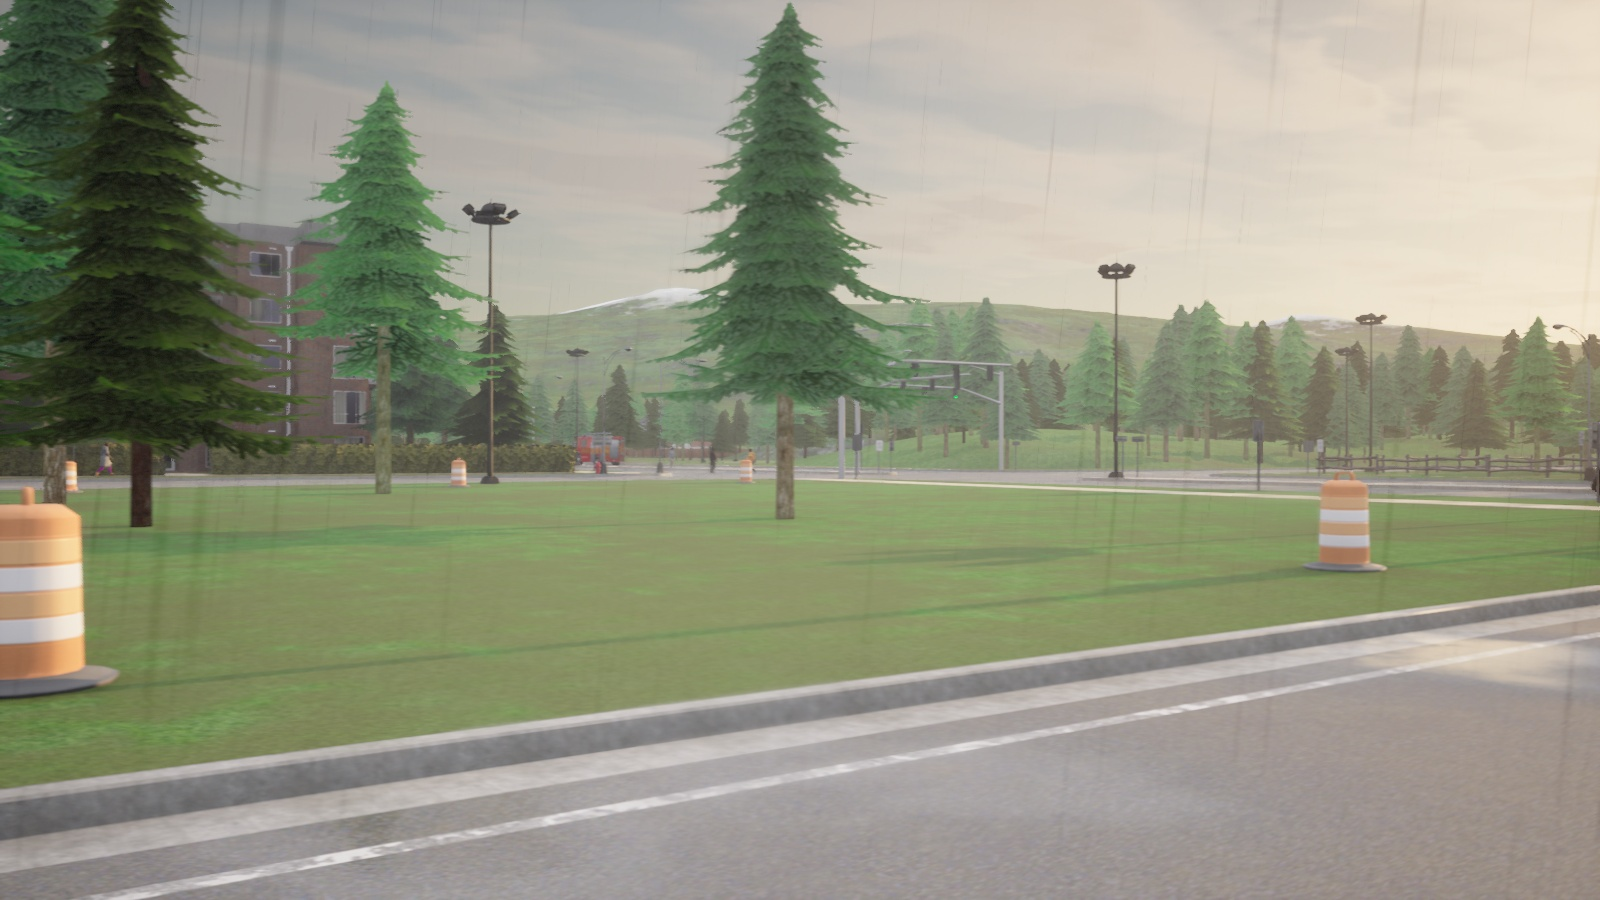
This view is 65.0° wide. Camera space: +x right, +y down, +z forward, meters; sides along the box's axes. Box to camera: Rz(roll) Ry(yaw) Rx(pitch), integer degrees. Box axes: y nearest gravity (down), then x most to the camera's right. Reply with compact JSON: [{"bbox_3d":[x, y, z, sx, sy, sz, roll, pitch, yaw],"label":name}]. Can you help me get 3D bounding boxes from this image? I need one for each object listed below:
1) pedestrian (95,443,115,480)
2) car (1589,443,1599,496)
[{"bbox_3d":[-36.934,0.616,66.701,0.873,1.952,0.659,0,0,-34],"label":"pedestrian"},{"bbox_3d":[28.525,0.643,40.693,2.097,1.767,4.553,0,0,-34],"label":"car"}]
